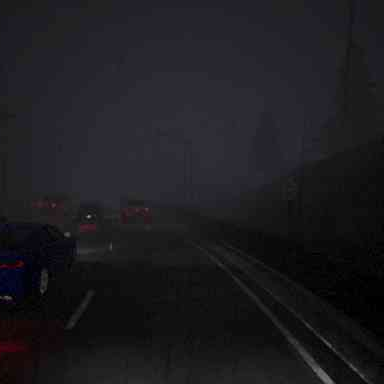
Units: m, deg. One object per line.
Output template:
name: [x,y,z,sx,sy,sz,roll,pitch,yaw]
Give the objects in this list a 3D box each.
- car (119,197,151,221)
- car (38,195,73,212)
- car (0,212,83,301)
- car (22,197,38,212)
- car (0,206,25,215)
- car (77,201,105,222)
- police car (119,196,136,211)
car: [-4.630,1.362,27.171,2.097,1.767,4.553,0,0,-13]
car: [-13.050,1.262,32.453,2.150,2.045,5.566,0,0,-13]
car: [-4.259,1.492,8.326,1.882,1.535,5.008,0,0,-8]
car: [-18.129,1.411,38.666,2.097,1.767,4.553,0,0,-14]
car: [-8.844,1.556,14.082,1.812,1.442,4.674,0,0,-12]
car: [-8.105,1.528,26.690,1.837,1.490,4.892,0,0,-13]
police car: [-8.467,1.444,43.337,1.930,1.638,5.238,0,0,-14]
